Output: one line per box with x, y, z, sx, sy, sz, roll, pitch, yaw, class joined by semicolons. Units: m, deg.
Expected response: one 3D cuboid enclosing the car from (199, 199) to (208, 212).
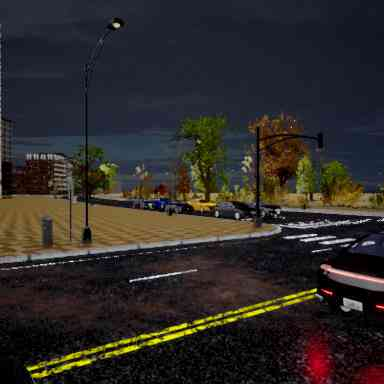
1.052;1.550;39.727;1.882;1.535;5.008;0;0;-31;car

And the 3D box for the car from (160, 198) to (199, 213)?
-1.480;1.648;37.633;1.994;1.385;4.181;0;0;-32;car

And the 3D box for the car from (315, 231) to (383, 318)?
4.444;1.491;6.410;4.902;1.511;2.128;0;0;-34;car

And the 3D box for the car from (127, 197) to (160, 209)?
-6.801;1.597;46.417;2.128;1.511;4.902;0;0;-31;car

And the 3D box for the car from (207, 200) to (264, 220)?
3.732;1.564;29.198;1.837;1.490;4.892;0;0;-32;car

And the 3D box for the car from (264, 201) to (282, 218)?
6.280;1.540;31.257;2.128;1.511;4.902;0;0;-32;car

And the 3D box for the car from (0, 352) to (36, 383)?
-3.141;1.492;1.169;4.902;1.511;2.128;0;0;-35;car
